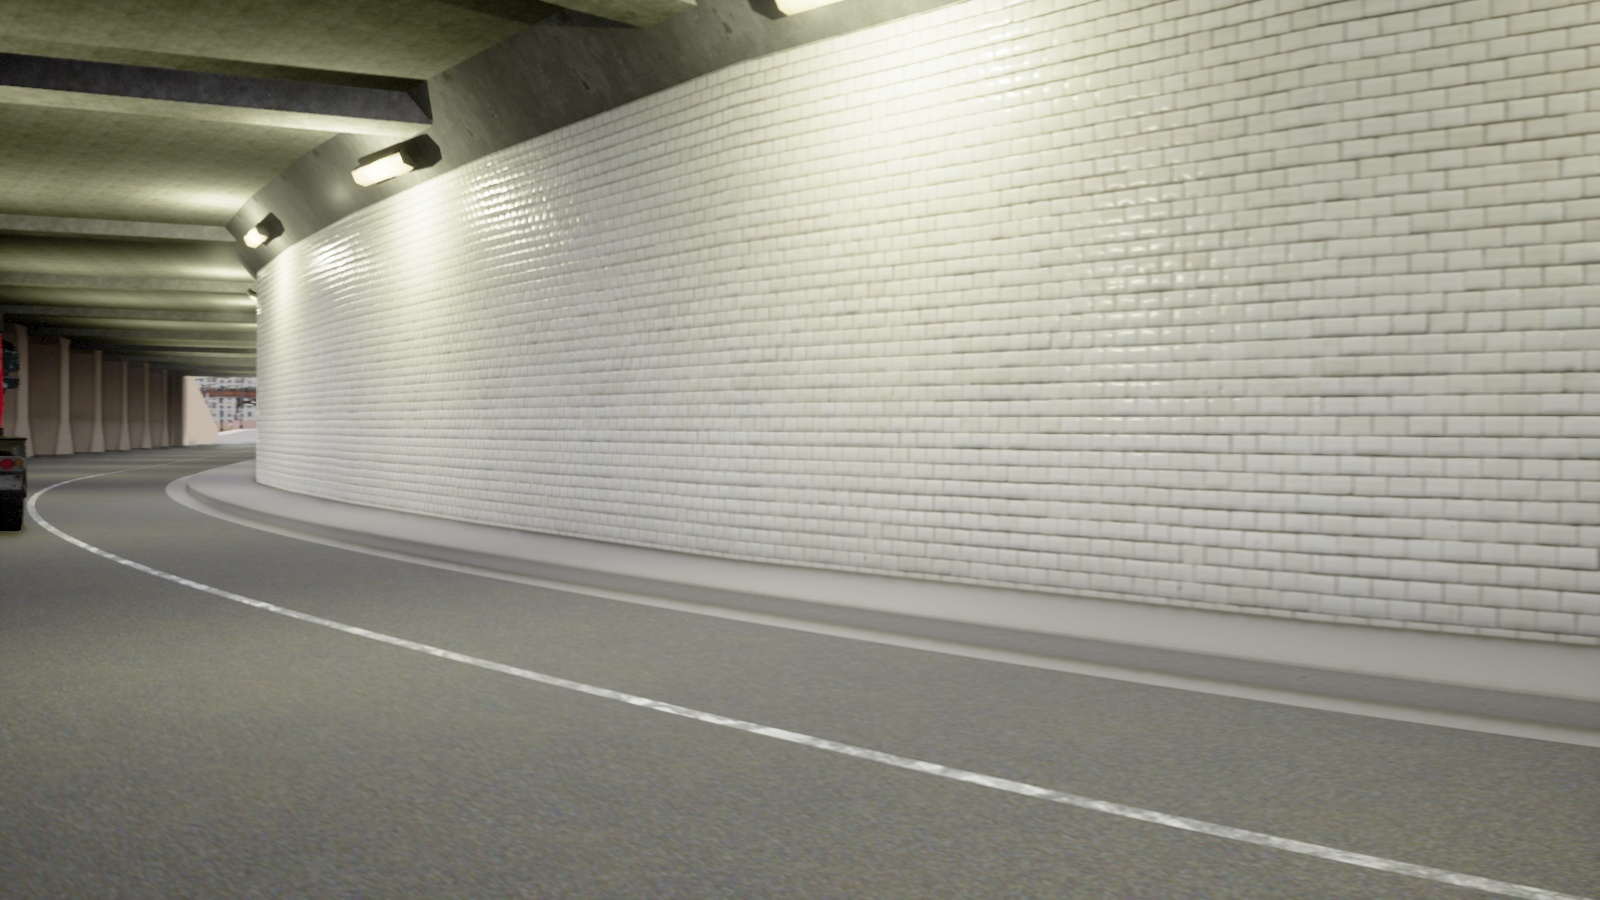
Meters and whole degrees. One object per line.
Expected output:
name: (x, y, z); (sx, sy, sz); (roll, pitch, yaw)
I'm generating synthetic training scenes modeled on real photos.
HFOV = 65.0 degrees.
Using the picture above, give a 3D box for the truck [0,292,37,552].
truck: (-13.830, -0.378, 19.390); (2.891, 3.462, 7.936); (-1, 1, -35)
